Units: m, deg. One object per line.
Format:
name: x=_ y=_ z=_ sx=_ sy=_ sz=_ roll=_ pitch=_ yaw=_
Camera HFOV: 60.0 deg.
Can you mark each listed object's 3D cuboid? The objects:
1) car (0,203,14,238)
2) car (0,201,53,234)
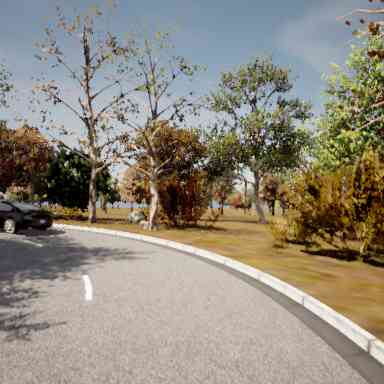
car: x=-10.043 y=1.193 z=13.555 sx=4.892 sy=1.490 sz=1.837 roll=3 pitch=-1 yaw=20
car: x=-9.467 y=1.206 z=17.126 sx=5.008 sy=1.535 sz=1.882 roll=2 pitch=-1 yaw=25
